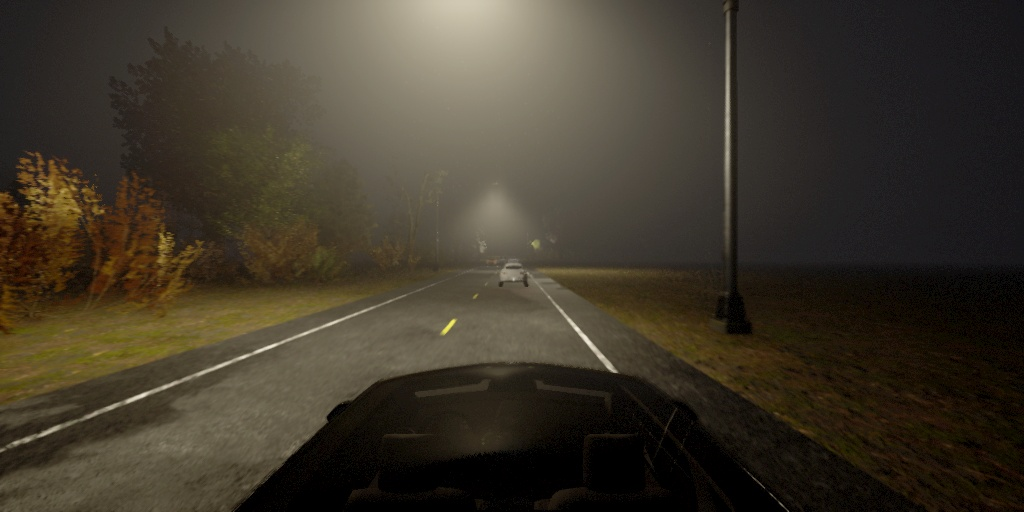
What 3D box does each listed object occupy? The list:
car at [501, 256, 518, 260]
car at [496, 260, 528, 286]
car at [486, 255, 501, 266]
[{"bbox_3d":[0.099,1.078,42.024,2.128,1.511,4.902,0,0,0],"label":"car"},{"bbox_3d":[0.101,1.186,24.157,1.812,1.442,4.674,0,0,0],"label":"car"},{"bbox_3d":[-3.518,0.971,63.536,1.882,1.535,5.008,0,0,1],"label":"car"}]
